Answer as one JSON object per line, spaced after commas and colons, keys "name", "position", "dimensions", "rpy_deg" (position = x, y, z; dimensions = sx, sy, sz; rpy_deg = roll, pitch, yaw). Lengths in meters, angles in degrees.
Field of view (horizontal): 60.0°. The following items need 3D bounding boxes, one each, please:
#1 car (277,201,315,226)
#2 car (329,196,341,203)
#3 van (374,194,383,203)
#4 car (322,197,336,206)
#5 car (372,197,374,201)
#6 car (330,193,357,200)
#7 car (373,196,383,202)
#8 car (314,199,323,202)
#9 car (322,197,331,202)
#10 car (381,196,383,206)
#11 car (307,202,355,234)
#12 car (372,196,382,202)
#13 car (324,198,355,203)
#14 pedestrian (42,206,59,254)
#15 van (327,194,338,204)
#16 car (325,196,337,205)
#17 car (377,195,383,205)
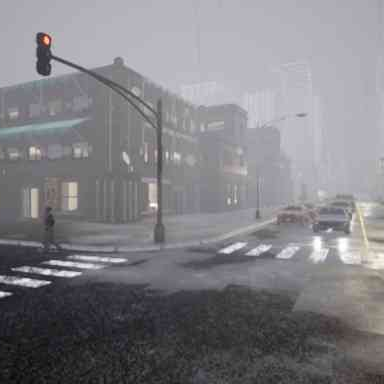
{"name": "car", "position": [7.141, 1.520, 23.248], "dimensions": [1.887, 1.381, 4.507], "rpy_deg": [0, 0, 26]}
{"name": "car", "position": [29.117, 1.525, 67.853], "dimensions": [2.008, 1.369, 4.403], "rpy_deg": [0, 0, 26]}
{"name": "van", "position": [36.641, 1.320, 64.162], "dimensions": [1.690, 1.788, 3.998], "rpy_deg": [0, 0, 26]}
{"name": "car", "position": [21.818, 1.549, 52.970], "dimensions": [1.802, 1.307, 4.206], "rpy_deg": [0, 0, 26]}
{"name": "car", "position": [39.149, 1.509, 69.275], "dimensions": [1.752, 1.417, 4.829], "rpy_deg": [0, 0, 26]}
{"name": "car", "position": [17.126, 1.191, 37.298], "dimensions": [2.150, 2.045, 5.566], "rpy_deg": [0, 0, 26]}
{"name": "car", "position": [41.507, 1.570, 74.083], "dimensions": [1.802, 1.307, 4.206], "rpy_deg": [0, 0, 26]}
{"name": "car", "position": [9.652, 1.538, 28.167], "dimensions": [1.947, 1.339, 4.313], "rpy_deg": [0, 0, 26]}
{"name": "car", "position": [14.444, 1.493, 37.936], "dimensions": [1.752, 1.417, 4.829], "rpy_deg": [0, 0, 26]}
{"name": "car", "position": [26.909, 1.521, 44.320], "dimensions": [2.008, 1.369, 4.403], "rpy_deg": [0, 0, 26]}
{"name": "car", "position": [8.215, 1.526, 19.338], "dimensions": [2.033, 1.411, 5.357], "rpy_deg": [0, 0, 26]}
{"name": "car", "position": [43.941, 1.558, 79.045], "dimensions": [1.947, 1.339, 4.313], "rpy_deg": [0, 0, 26]}
{"name": "car", "position": [12.395, 1.499, 27.807], "dimensions": [1.812, 1.442, 4.674], "rpy_deg": [0, 0, 26]}
{"name": "pedestrian", "position": [-5.496, 1.417, 12.775], "dimensions": [0.375, 1.860, 0.375], "rpy_deg": [0, 1, 26]}
{"name": "van", "position": [26.684, 1.312, 62.891], "dimensions": [1.690, 1.788, 3.998], "rpy_deg": [0, 0, 26]}
{"name": "car", "position": [24.176, 1.494, 57.778], "dimensions": [1.752, 1.417, 4.829], "rpy_deg": [0, 0, 26]}
{"name": "car", "position": [31.774, 1.555, 54.240], "dimensions": [1.802, 1.307, 4.206], "rpy_deg": [0, 0, 26]}
